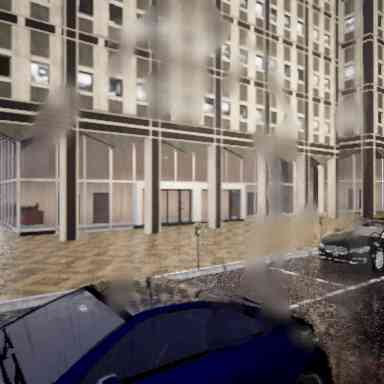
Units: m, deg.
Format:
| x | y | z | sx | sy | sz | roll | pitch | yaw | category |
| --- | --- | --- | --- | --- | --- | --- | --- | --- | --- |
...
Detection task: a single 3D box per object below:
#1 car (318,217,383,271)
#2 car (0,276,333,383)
| x | y | z | sx | sy | sz | roll | pitch | yaw | category |
| --- | --- | --- | --- | --- | --- | --- | --- | --- | --- |
| 5.860 | 1.532 | 10.737 | 4.403 | 1.369 | 2.008 | 0 | 0 | -35 | car |
| -0.658 | 1.562 | 2.908 | 4.181 | 1.385 | 1.994 | 0 | 0 | -36 | car |
